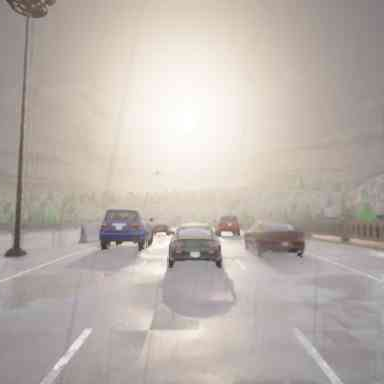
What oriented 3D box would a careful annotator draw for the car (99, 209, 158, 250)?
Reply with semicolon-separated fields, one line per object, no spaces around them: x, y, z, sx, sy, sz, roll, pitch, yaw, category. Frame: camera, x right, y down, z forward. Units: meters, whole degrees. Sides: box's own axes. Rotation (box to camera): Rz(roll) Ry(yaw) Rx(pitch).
-3.403;1.977;18.164;2.150;2.045;5.566;0;-5;0;car

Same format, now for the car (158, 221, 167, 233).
-3.406;3.942;36.730;1.882;1.535;5.008;0;-5;0;car

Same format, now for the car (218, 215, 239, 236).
3.595;3.461;34.332;2.150;2.045;5.566;0;-5;0;car

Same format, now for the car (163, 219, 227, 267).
0.098;1.909;12.678;1.812;1.442;4.674;0;-3;0;car

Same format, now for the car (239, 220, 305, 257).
3.597;2.024;15.294;1.882;1.535;5.008;0;-4;0;car

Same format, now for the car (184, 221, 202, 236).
0.094;3.857;35.528;1.837;1.490;4.892;0;-5;0;car
